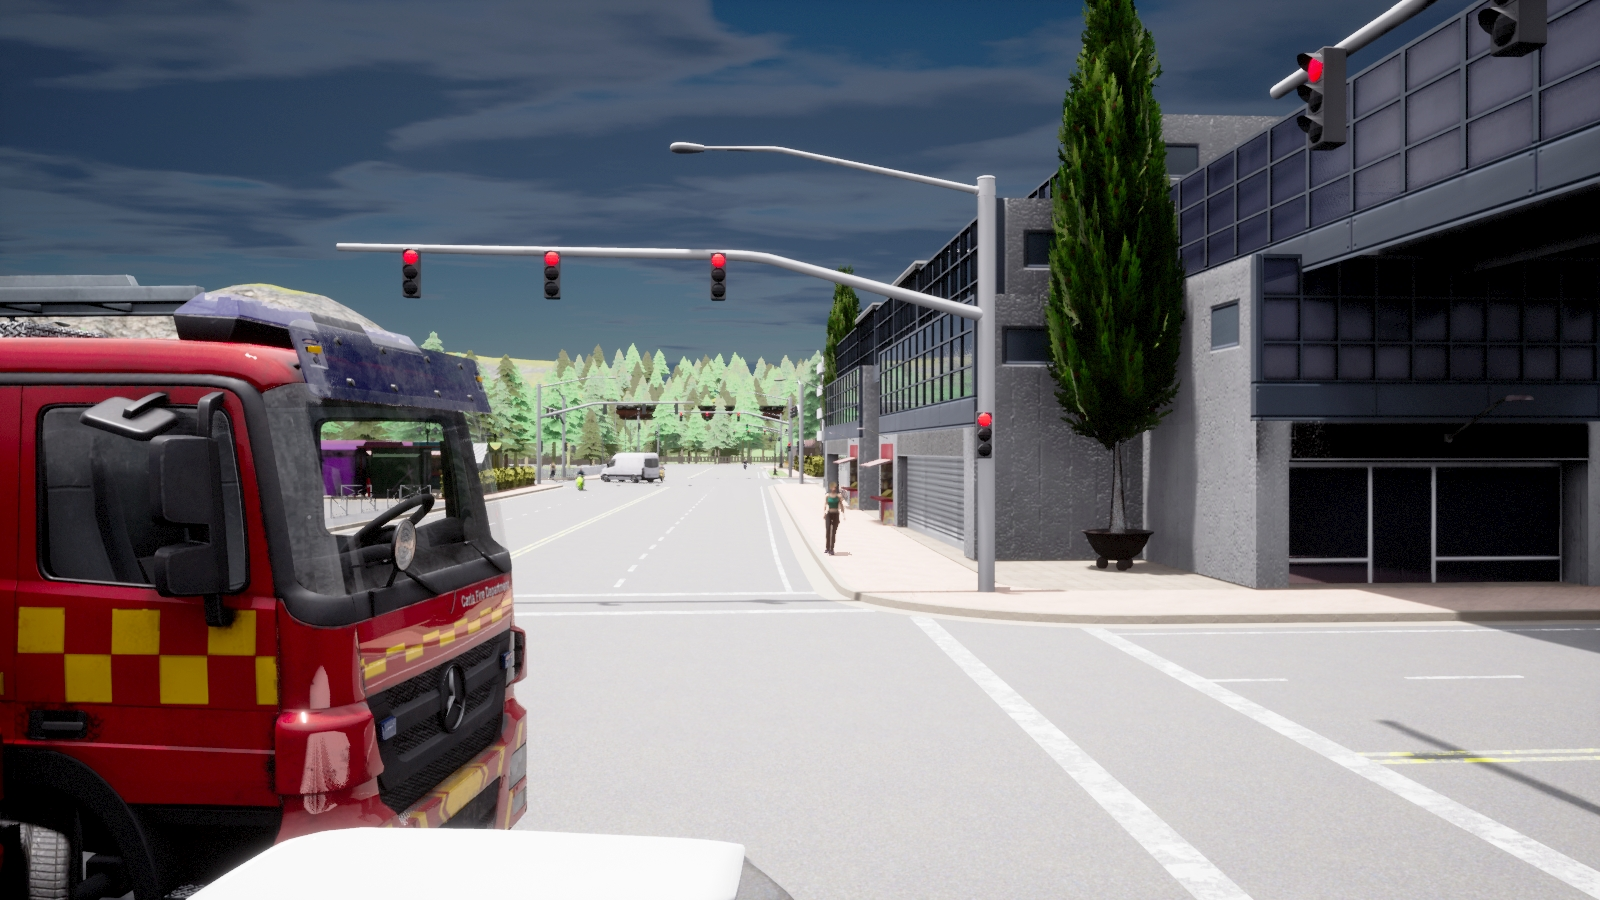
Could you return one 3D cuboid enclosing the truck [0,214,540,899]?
[{"bbox_3d":[-6.102,0.890,6.659,8.468,3.827,2.891,0,0,4],"label":"truck"}]

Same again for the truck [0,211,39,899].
[{"bbox_3d":[-7.587,0.890,3.490,8.468,3.827,2.891,0,0,-3],"label":"truck"}]

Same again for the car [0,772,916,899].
[{"bbox_3d":[-1.549,2.065,3.579,3.806,1.475,1.970,0,0,5],"label":"car"}]

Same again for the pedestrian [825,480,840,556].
[{"bbox_3d":[0.808,1.696,28.578,0.375,1.860,0.375,0,0,0],"label":"pedestrian"}]
